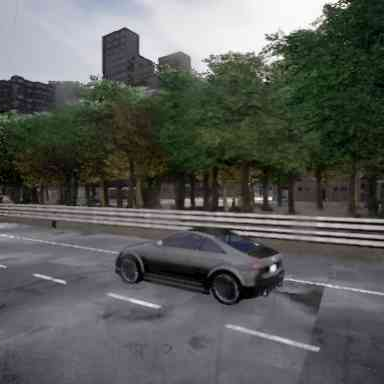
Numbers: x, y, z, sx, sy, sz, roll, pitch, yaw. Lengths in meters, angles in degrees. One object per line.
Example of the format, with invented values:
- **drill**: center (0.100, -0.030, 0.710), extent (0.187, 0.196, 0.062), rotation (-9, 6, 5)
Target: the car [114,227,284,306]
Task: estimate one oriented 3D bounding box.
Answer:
- **car**: center (0.061, 1.568, 8.123), extent (4.181, 1.385, 1.994), rotation (0, 0, 35)
